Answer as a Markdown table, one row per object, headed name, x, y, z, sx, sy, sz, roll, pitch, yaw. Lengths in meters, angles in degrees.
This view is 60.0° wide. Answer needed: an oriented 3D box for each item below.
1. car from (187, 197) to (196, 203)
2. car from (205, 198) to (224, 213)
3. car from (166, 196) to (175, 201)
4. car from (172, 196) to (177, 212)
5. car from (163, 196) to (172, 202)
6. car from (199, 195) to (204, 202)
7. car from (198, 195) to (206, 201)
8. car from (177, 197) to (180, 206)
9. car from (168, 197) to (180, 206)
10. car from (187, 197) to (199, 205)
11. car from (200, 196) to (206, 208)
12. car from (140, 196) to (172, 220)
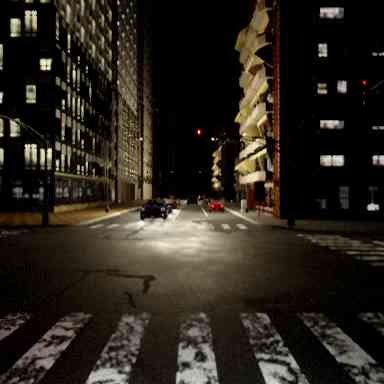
| name | x | y | z | sx | sy | sz | roll | pitch | yaw |
| --- | --- | --- | --- | --- | --- | --- | --- | --- | --- |
| car | -0.078 | 1.680 | 70.619 | 1.994 | 1.385 | 4.181 | 0 | 0 | 0 |
| car | 2.699 | 1.643 | 37.612 | 1.802 | 1.307 | 4.206 | 0 | 0 | 0 |
| car | -5.791 | 1.719 | 90.059 | 1.887 | 1.381 | 4.507 | 0 | 0 | 0 |
| car | -3.137 | 1.552 | 37.571 | 2.128 | 1.511 | 4.902 | 0 | 0 | 0 |
| car | -5.778 | 1.697 | 78.762 | 2.008 | 1.369 | 4.403 | 0 | 0 | 0 |
| car | 2.628 | 1.648 | 56.177 | 2.008 | 1.369 | 4.403 | 0 | 0 | 0 |
| car | 2.589 | 1.614 | 90.069 | 1.967 | 1.590 | 4.097 | 0 | 0 | 0 |
| car | -3.127 | 1.679 | 46.828 | 1.895 | 1.301 | 4.718 | 0 | 0 | 0 |
| car | -3.065 | 1.577 | 57.101 | 1.882 | 1.535 | 5.008 | 0 | 0 | 0 |
| car | 0.034 | 1.670 | 60.577 | 1.994 | 1.385 | 4.181 | 0 | 0 | 0 |
| car | 2.634 | 1.637 | 50.529 | 2.008 | 1.369 | 4.403 | 0 | 0 | 0 |
| car | -3.127 | 1.396 | 28.523 | 2.097 | 1.767 | 4.553 | 0 | 0 | 0 |
